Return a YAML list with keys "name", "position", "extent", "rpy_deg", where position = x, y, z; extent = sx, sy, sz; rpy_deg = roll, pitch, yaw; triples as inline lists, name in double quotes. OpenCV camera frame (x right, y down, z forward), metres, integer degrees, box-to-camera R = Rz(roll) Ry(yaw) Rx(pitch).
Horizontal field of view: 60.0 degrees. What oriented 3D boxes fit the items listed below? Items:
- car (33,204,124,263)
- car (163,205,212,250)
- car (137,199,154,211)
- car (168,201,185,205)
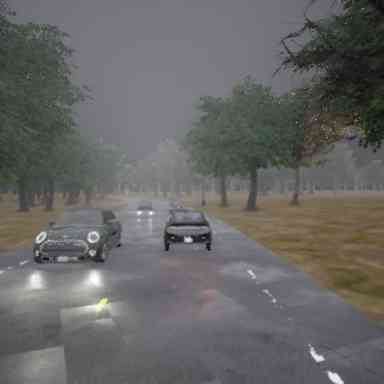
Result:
- name: "car"
  position: [-3.836, 1.368, 11.957]
  extent: [2.097, 1.767, 4.553]
  rpy_deg: [0, 0, -2]
- name: "car"
  position: [-0.214, 1.513, 14.363]
  extent: [2.128, 1.511, 4.902]
  rpy_deg: [0, 0, -2]
- name: "car"
  position: [-6.043, 1.661, 43.336]
  extent: [1.837, 1.490, 4.892]
  rpy_deg: [0, 0, -6]
- name: "car"
  position: [-1.653, 1.671, 36.680]
  extent: [2.033, 1.411, 5.357]
  rpy_deg: [0, 0, -6]
